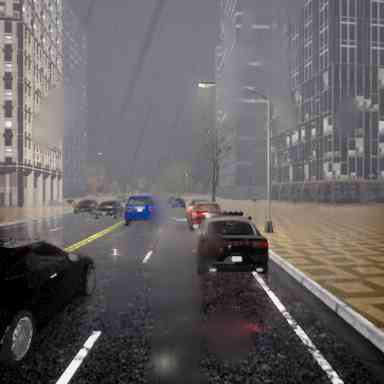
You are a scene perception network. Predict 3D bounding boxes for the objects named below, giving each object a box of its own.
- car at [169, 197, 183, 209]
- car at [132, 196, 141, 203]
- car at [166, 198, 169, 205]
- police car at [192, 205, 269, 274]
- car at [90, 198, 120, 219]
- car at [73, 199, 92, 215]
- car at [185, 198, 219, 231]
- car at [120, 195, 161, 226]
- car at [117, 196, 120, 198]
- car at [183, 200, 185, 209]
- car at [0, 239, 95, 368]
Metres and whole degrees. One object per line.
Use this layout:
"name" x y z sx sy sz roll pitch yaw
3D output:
"car" -1.914 1.556 46.844 1.812 1.442 4.674 0 0 -6
"car" -11.744 1.585 69.883 1.812 1.442 4.674 0 0 -9
"car" -3.584 1.572 60.350 1.812 1.442 4.674 0 0 -8
"police car" 1.070 1.430 10.691 1.930 1.638 5.238 0 0 0
"car" -7.172 1.521 28.961 1.837 1.490 4.892 0 0 -3
"car" -10.784 1.526 34.300 1.837 1.490 4.892 0 0 -4
"car" 0.845 1.361 20.708 2.097 1.767 4.553 0 0 -2
"car" -3.457 1.236 23.929 2.150 2.045 5.566 0 0 -2
"car" -15.872 1.563 75.190 2.128 1.511 4.902 0 0 -9
"car" 0.579 1.364 26.797 2.097 1.767 4.553 0 0 -3
"car" -3.093 1.528 5.618 1.812 1.442 4.674 0 0 0
